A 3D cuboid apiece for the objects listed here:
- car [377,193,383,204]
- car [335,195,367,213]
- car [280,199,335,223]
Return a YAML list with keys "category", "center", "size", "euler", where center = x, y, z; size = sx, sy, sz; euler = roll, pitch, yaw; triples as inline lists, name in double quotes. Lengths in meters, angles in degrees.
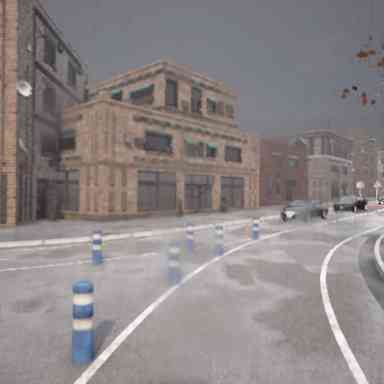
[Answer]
- category: "car"
  center: [25.074, 0.840, 42.273]
  size: [1.837, 1.490, 4.892]
  euler: [1, 1, 43]
- category: "car"
  center: [14.859, 1.077, 31.131]
  size: [1.882, 1.535, 5.008]
  euler: [1, 1, 42]
- category: "car"
  center: [8.062, 1.263, 23.686]
  size: [2.128, 1.511, 4.902]
  euler: [1, 1, 42]
